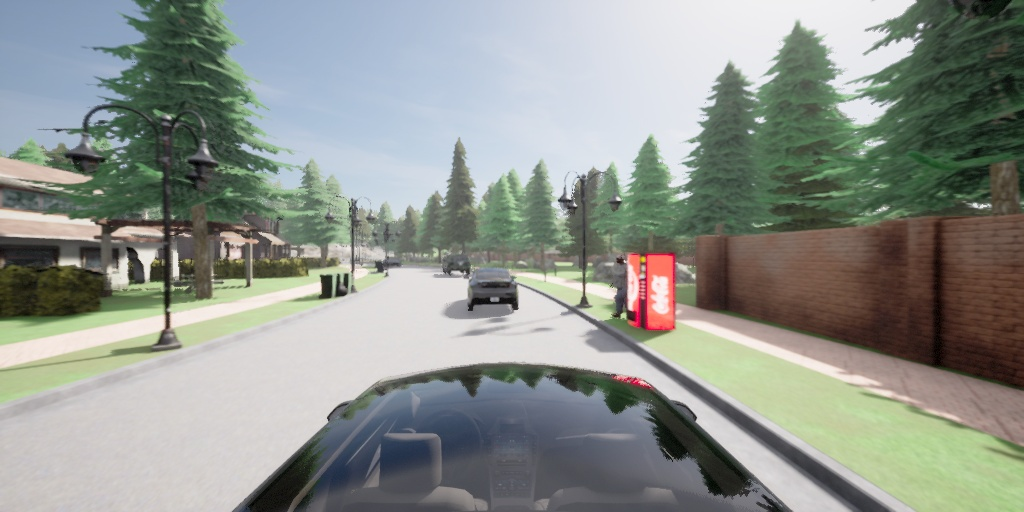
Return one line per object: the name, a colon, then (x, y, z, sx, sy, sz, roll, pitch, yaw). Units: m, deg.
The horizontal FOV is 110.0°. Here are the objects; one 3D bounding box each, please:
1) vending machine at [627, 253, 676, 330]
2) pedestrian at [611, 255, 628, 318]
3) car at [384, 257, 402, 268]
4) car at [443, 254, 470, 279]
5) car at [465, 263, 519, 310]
vending machine: (3.596, 0.899, 9.314, 1.100, 2.100, 0.880, 0, 0, -4)
pedestrian: (3.099, 0.846, 10.014, 0.375, 1.860, 0.375, 0, 0, -5)
car: (-19.116, 0.955, 57.387, 2.097, 1.767, 4.553, 0, 0, -30)
car: (-5.648, 0.854, 36.243, 2.150, 2.045, 5.566, 0, 0, -18)
car: (-0.855, 1.207, 14.408, 1.837, 1.490, 4.892, 0, 0, -7)
